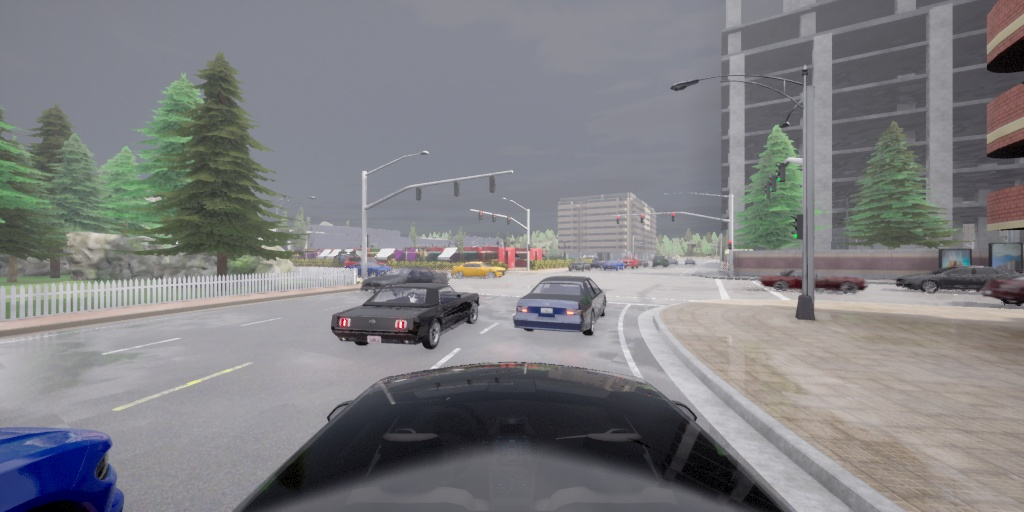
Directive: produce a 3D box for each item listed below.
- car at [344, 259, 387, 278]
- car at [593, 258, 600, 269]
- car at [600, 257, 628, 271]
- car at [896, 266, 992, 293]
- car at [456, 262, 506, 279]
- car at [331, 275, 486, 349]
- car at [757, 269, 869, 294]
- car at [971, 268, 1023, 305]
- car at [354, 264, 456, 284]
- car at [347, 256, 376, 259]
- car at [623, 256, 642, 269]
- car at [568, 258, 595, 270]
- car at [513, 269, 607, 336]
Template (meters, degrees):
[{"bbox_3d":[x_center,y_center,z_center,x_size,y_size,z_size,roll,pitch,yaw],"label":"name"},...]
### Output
[{"bbox_3d":[-13.396,1.283,33.874,5.008,1.535,1.882,0,0,30],"label":"car"},{"bbox_3d":[13.270,1.351,54.817,1.895,1.301,4.718,0,0,30],"label":"car"},{"bbox_3d":[13.943,1.228,48.927,1.882,1.535,5.008,0,0,30],"label":"car"},{"bbox_3d":[24.995,1.310,20.017,4.892,1.490,1.837,0,0,30],"label":"car"},{"bbox_3d":[-3.050,1.274,32.790,5.008,1.535,1.882,0,0,18],"label":"car"},{"bbox_3d":[-2.278,1.351,9.211,1.895,1.301,4.718,0,0,11],"label":"car"},{"bbox_3d":[16.893,1.408,20.426,4.718,1.301,1.895,0,0,30],"label":"car"},{"bbox_3d":[21.642,1.331,13.655,4.674,1.442,1.812,0,0,30],"label":"car"},{"bbox_3d":[-5.726,1.294,19.978,2.033,1.411,5.357,0,0,27],"label":"car"},{"bbox_3d":[-16.062,1.026,39.457,5.566,2.045,2.150,0,0,30],"label":"car"},{"bbox_3d":[18.721,0.972,57.301,2.150,2.045,5.566,0,0,30],"label":"car"},{"bbox_3d":[8.939,1.314,47.202,1.994,1.385,4.181,0,0,30],"label":"car"},{"bbox_3d":[1.655,1.297,10.576,2.033,1.411,5.357,0,0,20],"label":"car"}]
